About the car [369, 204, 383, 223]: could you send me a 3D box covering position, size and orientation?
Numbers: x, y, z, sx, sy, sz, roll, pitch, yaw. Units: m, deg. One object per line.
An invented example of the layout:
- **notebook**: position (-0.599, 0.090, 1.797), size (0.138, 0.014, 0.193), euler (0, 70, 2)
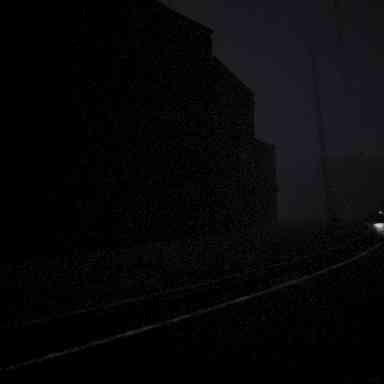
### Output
- **car**: position (18.983, 2.074, 32.760), size (2.097, 1.767, 4.553), euler (-2, -3, 16)
